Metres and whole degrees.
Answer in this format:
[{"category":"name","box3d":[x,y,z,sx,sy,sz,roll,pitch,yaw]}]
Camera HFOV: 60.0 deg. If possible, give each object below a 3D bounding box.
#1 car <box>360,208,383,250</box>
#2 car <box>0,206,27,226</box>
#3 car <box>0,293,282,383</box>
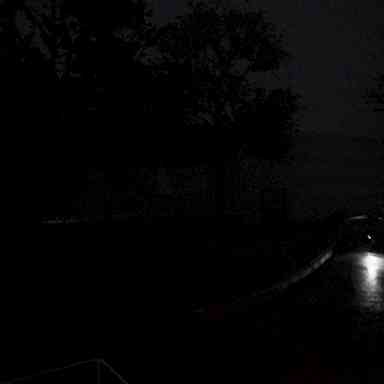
[{"category":"car","box3d":[8.643,1.683,14.866,2.033,1.411,5.357,0,-1,27]},{"category":"car","box3d":[-13.199,1.614,21.966,2.128,1.511,4.902,0,0,24]},{"category":"car","box3d":[-1.589,1.609,2.268,4.718,1.301,1.895,0,0,-37]}]
